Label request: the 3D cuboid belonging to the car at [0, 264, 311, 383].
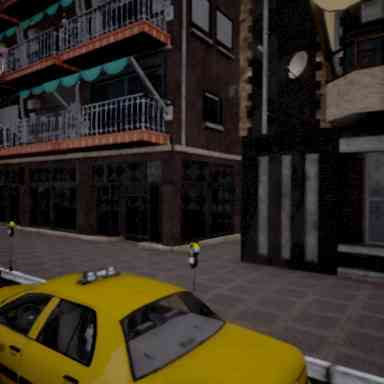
[{"bbox_3d":[-1.216,1.498,3.740,4.829,1.417,1.752,1,0,35],"label":"car"}]
